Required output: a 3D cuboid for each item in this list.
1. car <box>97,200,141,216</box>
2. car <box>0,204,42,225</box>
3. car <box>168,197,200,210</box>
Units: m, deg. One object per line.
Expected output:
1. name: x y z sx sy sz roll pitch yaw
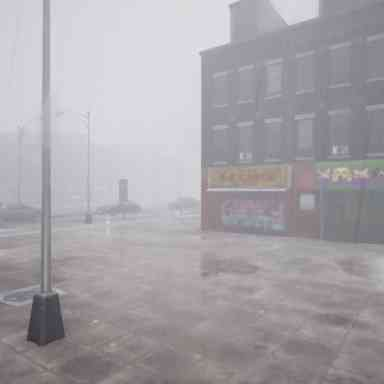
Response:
1. car: -6.881 1.439 31.801 1.812 1.442 4.674 0 0 35
2. car: -12.753 1.515 23.489 1.994 1.385 4.181 0 0 36
3. car: -0.924 1.381 40.216 1.837 1.490 4.892 0 0 36
